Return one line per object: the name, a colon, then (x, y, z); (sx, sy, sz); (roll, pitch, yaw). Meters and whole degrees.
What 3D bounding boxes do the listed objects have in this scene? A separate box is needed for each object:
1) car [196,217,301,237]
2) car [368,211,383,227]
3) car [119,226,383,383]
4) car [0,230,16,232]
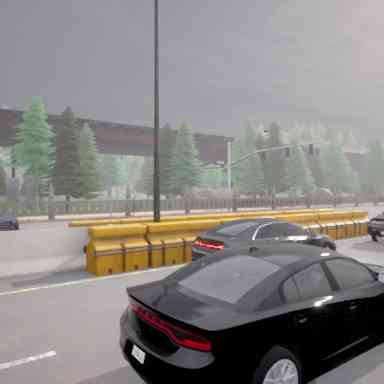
car: (2.242, 1.503, 9.650); (4.892, 1.490, 1.837); (0, 0, -35)
car: (9.909, 1.487, 15.124); (4.902, 1.511, 2.128); (0, 0, -36)
car: (1.474, 1.477, 4.798); (5.008, 1.535, 1.882); (0, 0, -36)
car: (-11.347, 1.564, 17.279); (4.181, 1.385, 1.994); (0, 0, -35)
